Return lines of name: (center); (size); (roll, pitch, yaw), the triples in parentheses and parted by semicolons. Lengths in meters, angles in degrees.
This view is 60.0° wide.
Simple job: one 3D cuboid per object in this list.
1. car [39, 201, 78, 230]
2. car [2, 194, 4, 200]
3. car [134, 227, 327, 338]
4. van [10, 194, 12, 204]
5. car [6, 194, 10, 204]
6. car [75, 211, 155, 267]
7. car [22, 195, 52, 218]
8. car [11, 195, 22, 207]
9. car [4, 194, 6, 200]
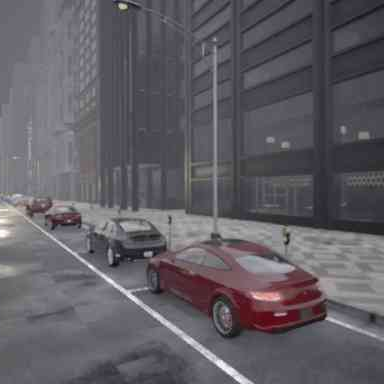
car: (-8.177, 1.519, 20.947); (1.887, 1.381, 4.507); (-1, 0, -31)
car: (-45.996, 1.464, 83.704); (1.967, 1.590, 4.097); (-1, 0, -31)
car: (0.550, 1.557, 6.465); (1.802, 1.307, 4.206); (-1, 0, -31)
van: (-28.542, 1.335, 54.738); (1.690, 1.788, 3.998); (-1, 0, -31)
car: (-34.360, 1.444, 64.394); (1.967, 1.590, 4.097); (-1, 0, -31)
car: (-2.359, 1.525, 11.292); (2.008, 1.369, 4.403); (-1, 0, -31)
car: (-13.997, 1.291, 30.600); (2.192, 1.841, 5.009); (-1, 0, -31)
car: (-25.720, 1.515, 50.057); (1.752, 1.417, 4.829); (-1, 0, -31)
car: (-40.177, 1.565, 74.049); (2.008, 1.369, 4.403); (-1, 0, -31)
